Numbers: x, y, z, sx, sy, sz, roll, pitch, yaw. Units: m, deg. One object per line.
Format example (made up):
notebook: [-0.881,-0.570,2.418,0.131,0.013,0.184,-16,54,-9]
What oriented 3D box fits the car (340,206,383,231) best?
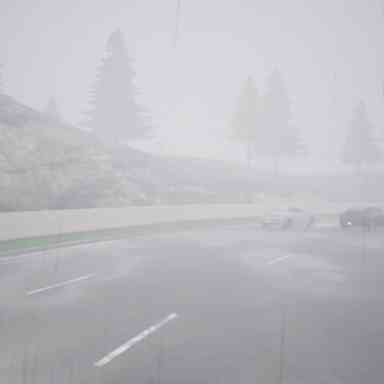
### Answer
car: [11.625,1.689,21.916,4.892,1.490,1.837,1,-1,-37]

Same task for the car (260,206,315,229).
car: [6.532,1.676,22.671,4.674,1.442,1.812,1,-1,-42]
